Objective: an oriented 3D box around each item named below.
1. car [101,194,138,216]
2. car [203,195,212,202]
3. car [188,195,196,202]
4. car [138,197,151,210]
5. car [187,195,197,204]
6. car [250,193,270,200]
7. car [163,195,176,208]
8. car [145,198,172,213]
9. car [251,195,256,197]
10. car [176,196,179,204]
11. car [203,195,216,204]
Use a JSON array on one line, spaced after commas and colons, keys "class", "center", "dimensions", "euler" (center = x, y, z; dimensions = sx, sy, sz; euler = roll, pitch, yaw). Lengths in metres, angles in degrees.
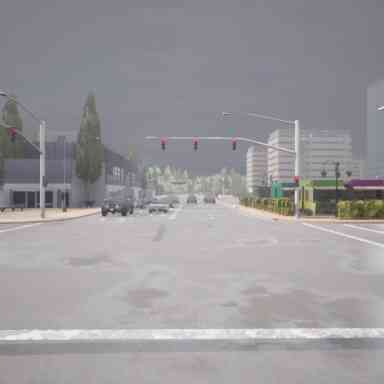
[{"class": "car", "center": [-7.121, 1.221, 32.443], "dimensions": [2.150, 2.045, 5.566], "euler": [0, 0, 1]}, {"class": "car", "center": [3.484, 1.397, 73.938], "dimensions": [1.812, 1.442, 4.674], "euler": [0, 0, 0]}, {"class": "car", "center": [-0.016, 1.372, 73.936], "dimensions": [1.837, 1.490, 4.892], "euler": [0, 0, 0]}, {"class": "car", "center": [-7.109, 1.491, 43.480], "dimensions": [2.128, 1.511, 4.902], "euler": [0, 0, 0]}, {"class": "car", "center": [-0.014, 1.491, 63.662], "dimensions": [2.128, 1.511, 4.902], "euler": [0, 0, 0]}, {"class": "car", "center": [17.750, 1.153, 86.834], "dimensions": [4.605, 1.855, 1.932], "euler": [0, 0, -2]}, {"class": "car", "center": [-3.608, 1.505, 46.800], "dimensions": [1.837, 1.490, 4.892], "euler": [0, 0, 0]}, {"class": "car", "center": [-3.609, 1.601, 36.785], "dimensions": [1.895, 1.301, 4.718], "euler": [0, 0, 0]}, {"class": "car", "center": [17.770, 1.156, 83.939], "dimensions": [3.866, 1.878, 1.905], "euler": [0, 0, -2]}, {"class": "car", "center": [-3.574, 1.350, 61.453], "dimensions": [2.097, 1.767, 4.553], "euler": [0, 0, 0]}, {"class": "car", "center": [3.486, 1.491, 63.663], "dimensions": [2.128, 1.511, 4.902], "euler": [0, 0, 0]}]
